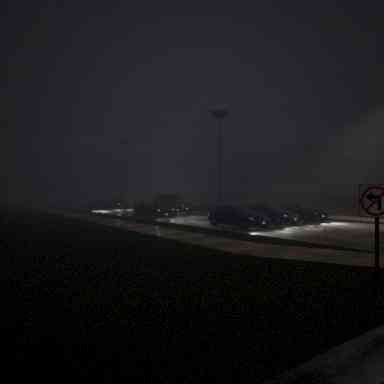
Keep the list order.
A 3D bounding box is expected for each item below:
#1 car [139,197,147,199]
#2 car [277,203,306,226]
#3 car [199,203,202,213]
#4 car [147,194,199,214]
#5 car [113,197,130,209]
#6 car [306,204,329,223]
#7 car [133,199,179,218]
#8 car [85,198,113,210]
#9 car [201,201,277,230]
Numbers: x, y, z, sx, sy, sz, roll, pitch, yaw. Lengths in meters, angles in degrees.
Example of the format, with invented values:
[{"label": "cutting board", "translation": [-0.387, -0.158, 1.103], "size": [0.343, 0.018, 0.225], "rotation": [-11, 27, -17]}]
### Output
[{"label": "car", "translation": [-6.219, 1.478, 45.767], "size": [1.882, 1.535, 5.008], "rotation": [0, 1, -35]}, {"label": "car", "translation": [5.438, 1.526, 23.795], "size": [1.812, 1.442, 4.674], "rotation": [0, 0, -37]}, {"label": "car", "translation": [2.216, 1.601, 34.115], "size": [1.895, 1.301, 4.718], "rotation": [0, 0, -36]}, {"label": "car", "translation": [-2.074, 1.219, 34.060], "size": [2.150, 2.045, 5.566], "rotation": [0, 0, -36]}, {"label": "car", "translation": [-10.036, 1.499, 45.092], "size": [1.837, 1.490, 4.892], "rotation": [0, 2, -35]}, {"label": "car", "translation": [8.344, 1.564, 25.715], "size": [1.994, 1.385, 4.181], "rotation": [0, 0, -36]}, {"label": "car", "translation": [-3.459, 1.601, 30.017], "size": [1.895, 1.301, 4.718], "rotation": [0, 0, -36]}, {"label": "car", "translation": [-11.993, 1.563, 41.807], "size": [1.994, 1.385, 4.181], "rotation": [0, 0, -36]}, {"label": "car", "translation": [2.872, 1.526, 21.377], "size": [1.812, 1.442, 4.674], "rotation": [0, 0, -35]}]
